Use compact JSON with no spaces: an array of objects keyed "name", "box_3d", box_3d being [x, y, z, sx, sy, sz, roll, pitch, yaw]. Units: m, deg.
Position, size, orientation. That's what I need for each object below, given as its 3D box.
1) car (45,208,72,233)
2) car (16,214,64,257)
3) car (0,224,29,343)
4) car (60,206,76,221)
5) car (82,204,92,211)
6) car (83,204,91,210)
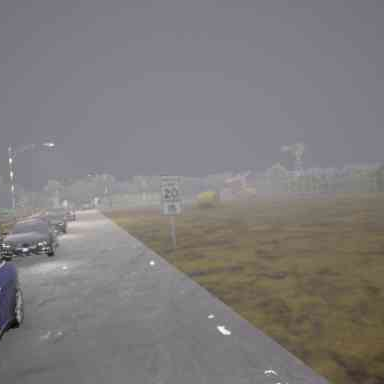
[{"name":"car","box_3d":[-10.199,2.255,24.608,1.837,1.490,4.892,-4,0,-18]},{"name":"car","box_3d":[-7.071,2.012,14.924,1.837,1.490,4.892,-4,0,-18]},{"name":"car","box_3d":[-3.752,1.617,4.291,2.097,1.767,4.553,-4,0,-16]},{"name":"car","box_3d":[-14.705,2.484,38.758,2.097,1.767,4.553,-4,0,-18]},{"name":"car","box_3d":[-25.167,3.598,79.661,2.097,1.767,4.553,-4,-1,-16]},{"name":"car","box_3d":[-28.144,3.963,89.342,1.994,1.385,4.181,-4,-1,-18]}]
